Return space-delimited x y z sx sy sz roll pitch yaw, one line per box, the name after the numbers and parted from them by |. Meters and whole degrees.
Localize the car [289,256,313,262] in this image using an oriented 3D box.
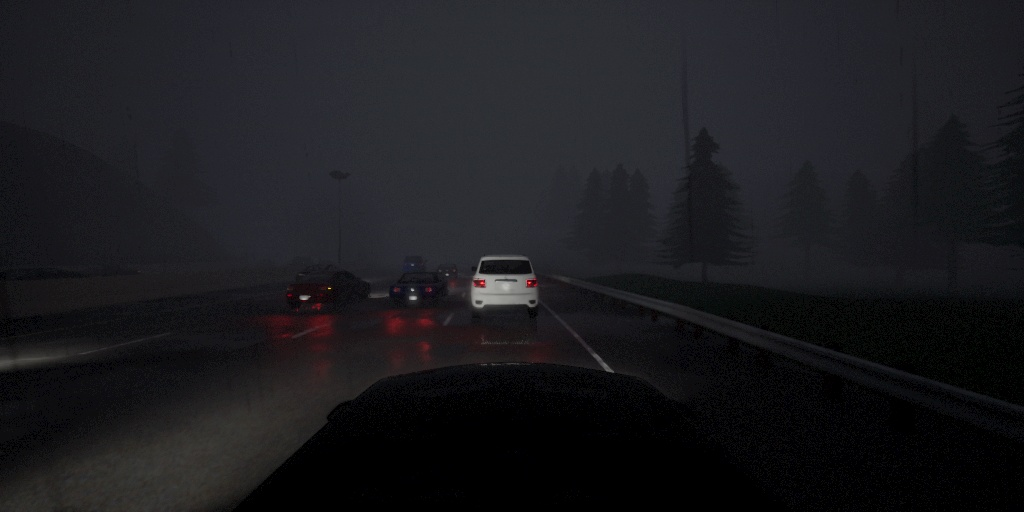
-32.788 1.036 56.137 2.150 2.045 5.566 0 0 -16 | car

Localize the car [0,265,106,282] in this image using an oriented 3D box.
-21.757 1.284 15.814 2.128 1.511 4.902 0 0 -5 | car

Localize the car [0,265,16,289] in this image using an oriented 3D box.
-32.748 1.319 20.689 1.837 1.490 4.892 0 0 -6 | car

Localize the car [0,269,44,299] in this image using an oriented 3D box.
-25.336 1.364 16.602 1.994 1.385 4.181 0 0 -5 | car

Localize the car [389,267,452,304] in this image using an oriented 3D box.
-4.031 1.359 16.283 1.895 1.301 4.718 0 0 -4 | car

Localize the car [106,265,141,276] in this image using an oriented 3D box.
-29.952 1.373 26.470 1.994 1.385 4.181 0 0 -8 | car

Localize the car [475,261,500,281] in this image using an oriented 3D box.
-2.208 1.260 31.543 1.837 1.490 4.892 0 0 -8 | car

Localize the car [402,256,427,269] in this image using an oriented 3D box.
-10.402 0.993 38.431 2.150 2.045 5.566 0 0 -10 | car

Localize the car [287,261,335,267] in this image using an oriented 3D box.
-11.635 1.265 22.493 2.128 1.511 4.902 0 0 -6 | car

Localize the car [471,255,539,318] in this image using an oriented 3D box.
-0.325 0.972 13.266 2.150 2.045 5.566 0 0 -3 | car

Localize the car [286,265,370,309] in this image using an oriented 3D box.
-7.455 1.291 14.896 1.812 1.442 4.674 0 0 -4 | car

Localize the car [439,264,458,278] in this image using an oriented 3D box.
-6.103 1.364 34.051 1.895 1.301 4.718 0 0 -9 | car
